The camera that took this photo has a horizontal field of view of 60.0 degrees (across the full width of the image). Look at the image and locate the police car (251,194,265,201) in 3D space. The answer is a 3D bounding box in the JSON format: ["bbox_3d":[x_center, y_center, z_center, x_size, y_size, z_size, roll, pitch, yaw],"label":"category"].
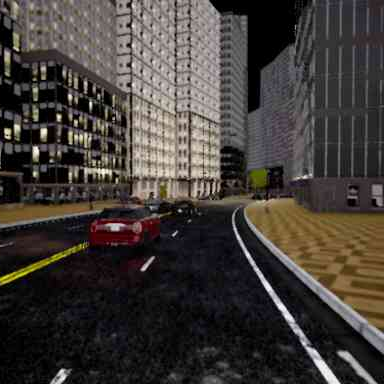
[{"bbox_3d":[15.333,1.313,79.075,1.930,1.638,5.238,1,0,20],"label":"police car"}]

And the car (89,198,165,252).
[{"bbox_3d":[-2.602,1.305,13.945,2.097,1.767,4.553,0,0,3],"label":"car"}]

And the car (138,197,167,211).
[{"bbox_3d":[-3.747,1.378,35.293,2.128,1.511,4.902,0,0,9],"label":"car"}]

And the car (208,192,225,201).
[{"bbox_3d":[5.963,1.032,74.969,2.150,2.045,5.566,1,0,18],"label":"car"}]

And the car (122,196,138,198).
[{"bbox_3d":[-6.907,1.221,36.039,2.097,1.767,4.553,0,0,9],"label":"car"}]

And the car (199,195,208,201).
[{"bbox_3d":[2.767,1.320,75.664,2.033,1.411,5.357,1,0,18],"label":"car"}]

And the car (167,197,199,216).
[{"bbox_3d":[-0.743,1.415,32.099,1.837,1.490,4.892,0,0,8],"label":"car"}]

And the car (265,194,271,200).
[{"bbox_3d":[18.872,1.396,88.044,1.837,1.490,4.892,1,0,23],"label":"car"}]
